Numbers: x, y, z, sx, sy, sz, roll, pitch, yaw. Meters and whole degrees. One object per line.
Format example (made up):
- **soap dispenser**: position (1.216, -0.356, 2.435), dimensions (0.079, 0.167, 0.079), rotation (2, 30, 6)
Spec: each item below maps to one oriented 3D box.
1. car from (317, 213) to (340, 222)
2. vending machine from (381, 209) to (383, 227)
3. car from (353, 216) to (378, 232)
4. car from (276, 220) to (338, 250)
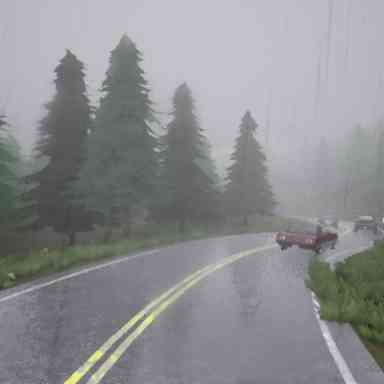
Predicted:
- **car**: position (14.367, 3.013, 35.015), dimensions (2.128, 1.511, 4.902), rotation (2, -2, 23)
- **vending machine**: position (23.381, 3.186, 39.595), dimensions (1.100, 2.100, 0.880), rotation (7, 5, 15)
- **car**: position (16.676, 3.067, 31.988), dimensions (1.837, 1.490, 4.892), rotation (3, -1, 28)
- **car**: position (5.983, 2.293, 16.833), dimensions (1.895, 1.301, 4.718), rotation (3, -1, 35)
